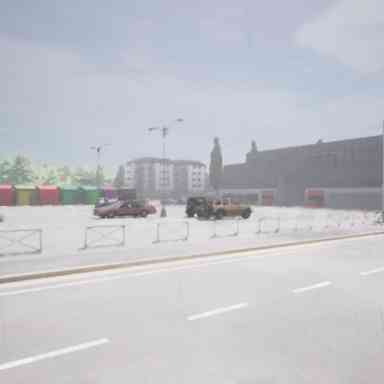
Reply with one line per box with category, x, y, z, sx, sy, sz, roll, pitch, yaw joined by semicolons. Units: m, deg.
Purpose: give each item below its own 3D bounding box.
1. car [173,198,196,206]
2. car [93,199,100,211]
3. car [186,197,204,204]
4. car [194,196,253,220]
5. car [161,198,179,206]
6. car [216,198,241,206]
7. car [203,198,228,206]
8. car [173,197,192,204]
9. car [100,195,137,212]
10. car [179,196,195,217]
car;-1.614;1.918;65.997;2.033;1.411;5.357;1;0;-34
car;-11.823;1.579;48.198;3.806;1.475;1.970;1;0;-35
car;0.708;1.913;75.117;1.994;1.385;4.181;1;0;-34
car;2.833;1.336;27.437;4.605;1.855;1.932;1;0;-35
car;-4.237;1.862;63.613;1.812;1.442;4.674;1;-1;-33
car;7.164;1.932;65.555;2.128;1.511;4.902;1;0;-33
car;4.471;1.894;63.280;2.128;1.511;4.902;1;-1;-33
car;-2.199;1.826;73.168;1.837;1.490;4.892;1;0;-34
car;-10.158;1.340;45.830;3.866;1.878;1.905;1;0;-35
car;1.206;1.339;29.831;3.866;1.878;1.905;1;0;-35
